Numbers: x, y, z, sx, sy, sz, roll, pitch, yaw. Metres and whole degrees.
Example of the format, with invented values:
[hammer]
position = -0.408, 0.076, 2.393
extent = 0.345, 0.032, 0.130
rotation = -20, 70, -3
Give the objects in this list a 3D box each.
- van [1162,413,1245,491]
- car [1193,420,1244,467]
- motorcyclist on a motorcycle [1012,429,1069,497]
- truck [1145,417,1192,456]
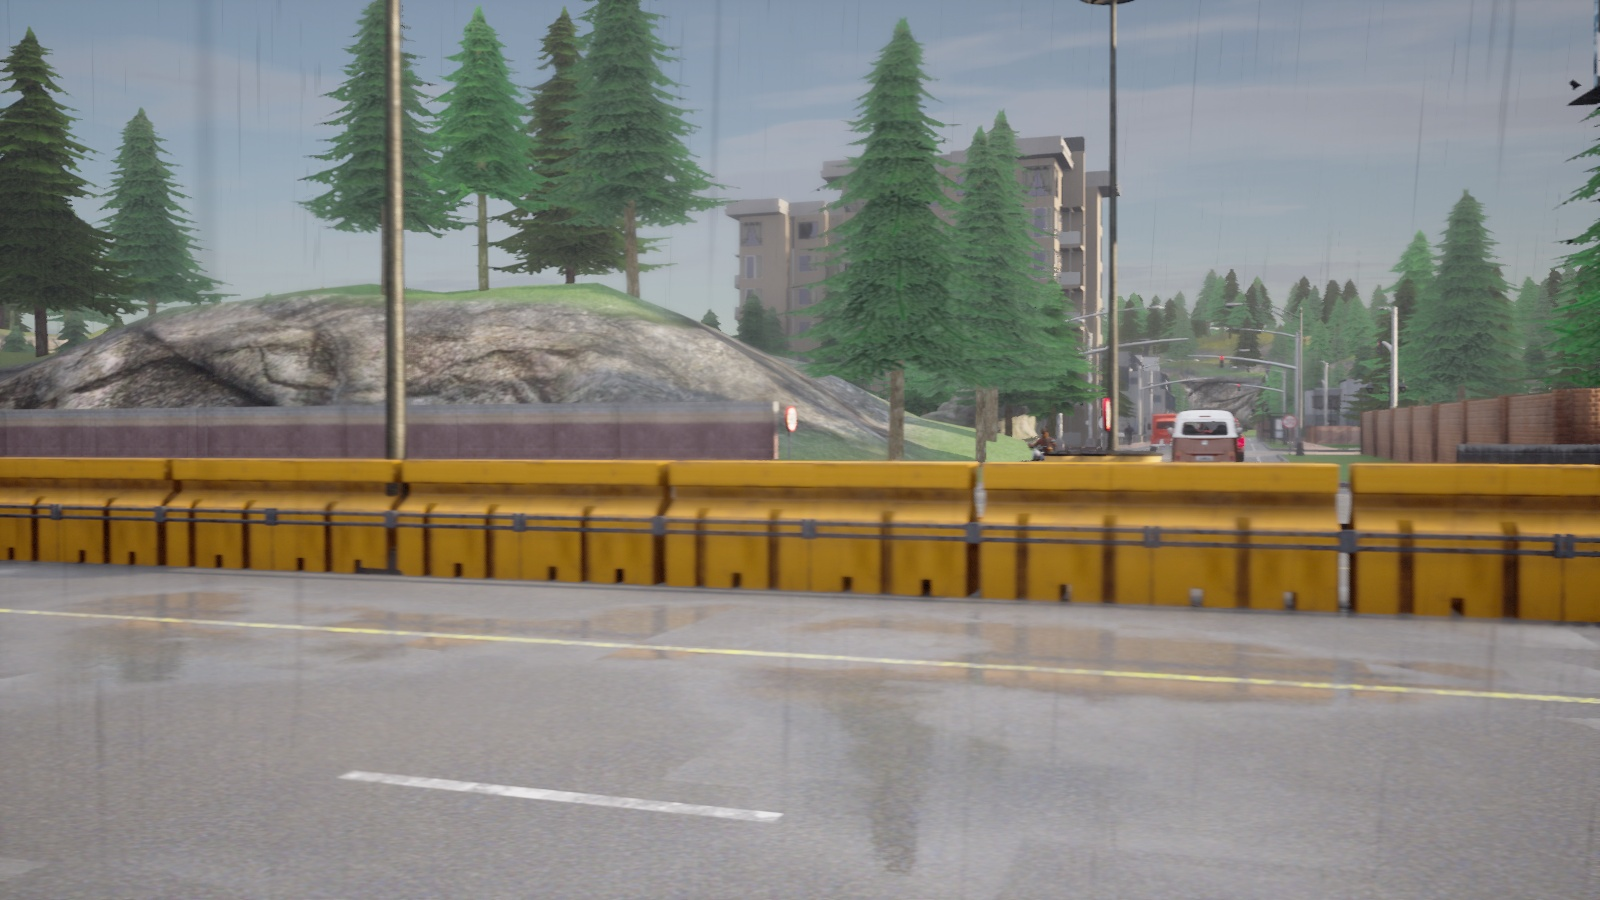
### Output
[van]
position = 11.348, 0.007, 35.313
extent = 2.069, 2.038, 4.480
rotation = 0, 1, 18
[car]
position = 19.531, -0.337, 58.454
extent = 2.150, 2.045, 5.566
rotation = 1, 1, 20
[motorcyclist on a motorcycle]
position = 6.098, 0.293, 31.725
extent = 0.766, 1.649, 2.350
rotation = 0, 1, 28
[truck]
position = 23.947, -0.896, 81.408
extent = 2.627, 2.467, 5.204
rotation = 0, 1, 19
